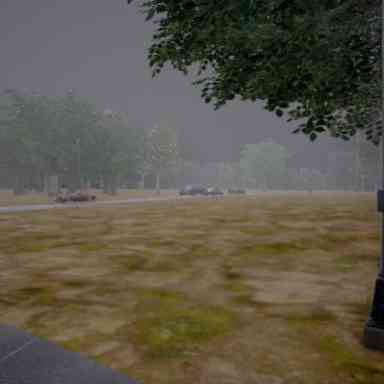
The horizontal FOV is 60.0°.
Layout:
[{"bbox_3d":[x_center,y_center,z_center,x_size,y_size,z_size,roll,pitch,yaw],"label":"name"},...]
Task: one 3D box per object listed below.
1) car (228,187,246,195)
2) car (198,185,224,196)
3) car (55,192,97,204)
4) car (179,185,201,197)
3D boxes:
[{"bbox_3d":[8.723,-0.180,64.738,1.837,1.490,4.892,-1,0,37],"label":"car"},{"bbox_3d":[3.675,-0.024,57.890,1.812,1.442,4.674,-1,0,37],"label":"car"},{"bbox_3d":[-13.549,0.682,38.702,1.895,1.301,4.718,-1,1,33],"label":"car"},{"bbox_3d":[0.057,-0.260,58.179,2.150,2.045,5.566,-1,0,37],"label":"car"}]
